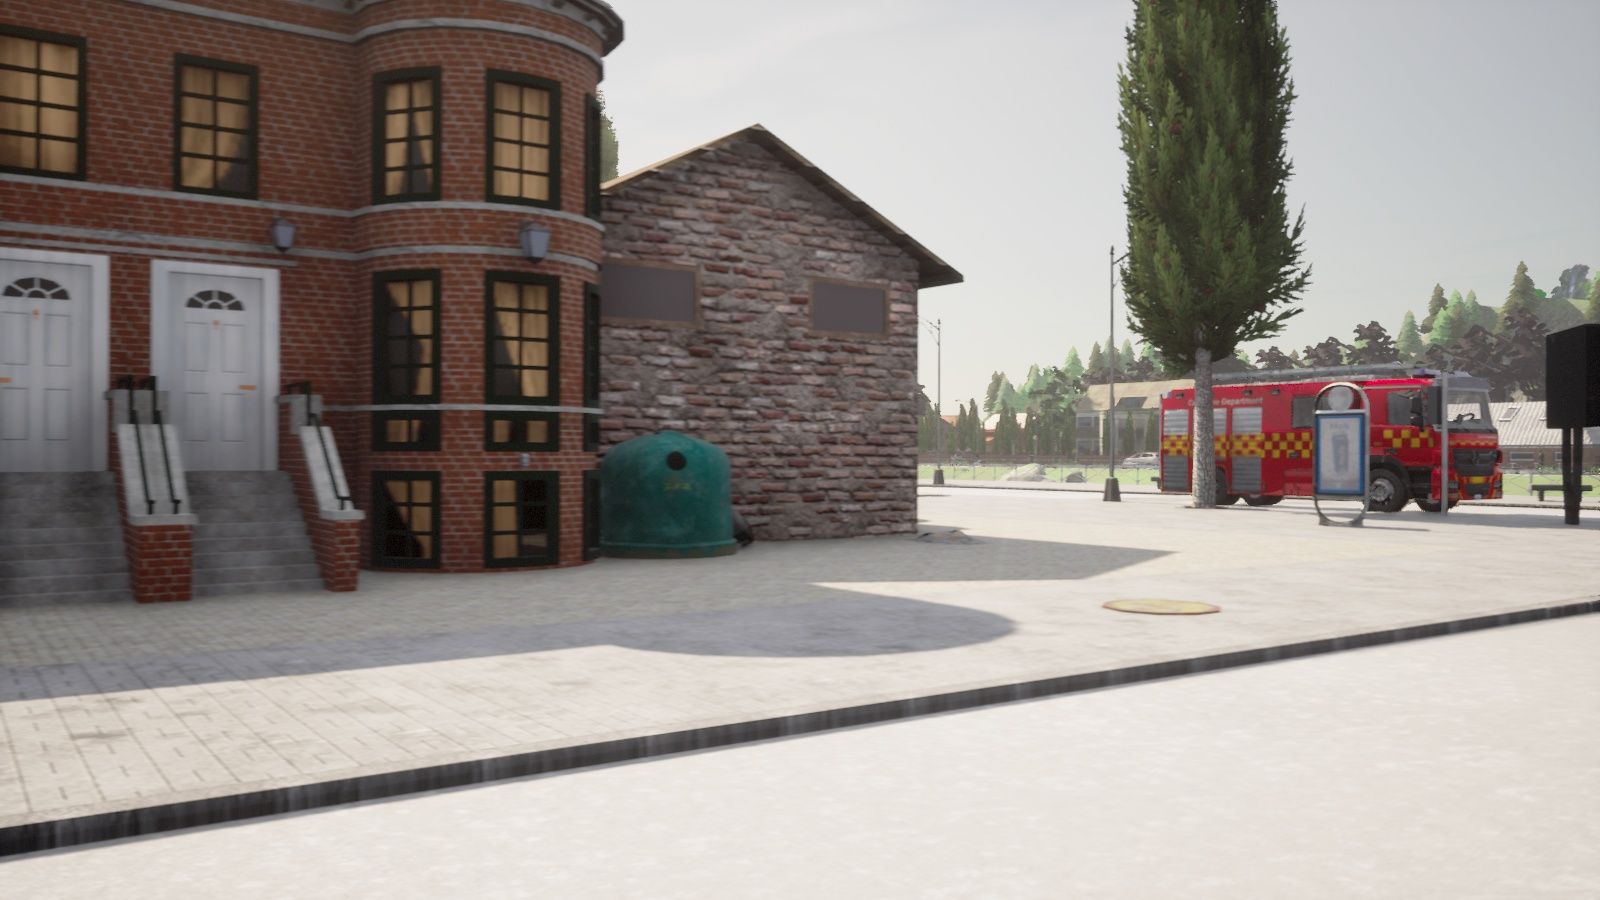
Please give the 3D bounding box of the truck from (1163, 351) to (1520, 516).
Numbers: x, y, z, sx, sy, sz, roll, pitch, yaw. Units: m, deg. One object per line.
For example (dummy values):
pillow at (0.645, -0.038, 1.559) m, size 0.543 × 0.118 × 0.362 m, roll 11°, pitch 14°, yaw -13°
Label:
truck at (14.023, -0.368, 33.394) m, size 2.891 × 3.827 × 8.468 m, roll 0°, pitch 0°, yaw -35°
